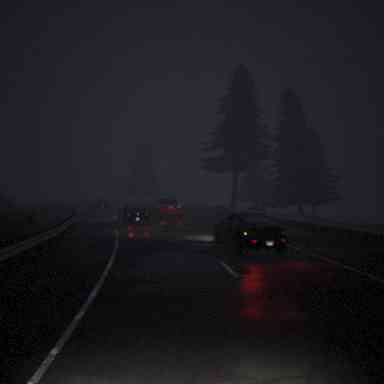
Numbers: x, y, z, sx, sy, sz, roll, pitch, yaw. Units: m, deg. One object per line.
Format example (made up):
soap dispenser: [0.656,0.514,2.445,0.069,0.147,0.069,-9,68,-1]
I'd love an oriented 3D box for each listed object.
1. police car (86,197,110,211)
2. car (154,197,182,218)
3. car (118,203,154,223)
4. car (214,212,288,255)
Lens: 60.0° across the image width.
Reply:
police car: [-11.498,1.445,40.503,1.930,1.638,5.238,0,0,-30]
car: [-2.537,1.346,30.036,2.097,1.767,4.553,0,0,-21]
car: [-4.529,1.604,25.539,1.895,1.301,4.718,0,0,-18]
car: [2.181,1.512,13.244,1.812,1.442,4.674,0,0,-10]
